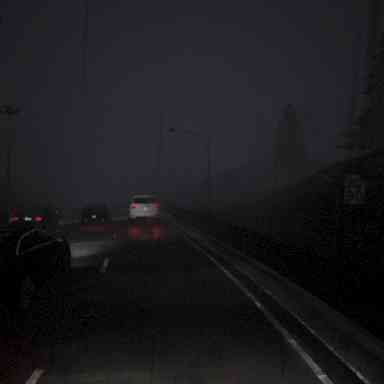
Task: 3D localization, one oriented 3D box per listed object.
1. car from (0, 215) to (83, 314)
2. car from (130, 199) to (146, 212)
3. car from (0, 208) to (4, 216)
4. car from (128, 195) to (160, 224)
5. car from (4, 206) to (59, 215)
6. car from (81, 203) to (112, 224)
[{"bbox_3d":[-4.157,1.520,7.531,2.128,1.511,4.902,0,0,-7],"label":"car"},{"bbox_3d":[-6.873,1.646,42.105,1.812,1.442,4.674,0,0,-12],"label":"car"},{"bbox_3d":[-13.735,1.577,22.097,2.128,1.511,4.902,0,0,-11],"label":"car"},{"bbox_3d":[-3.787,1.289,26.051,2.150,2.045,5.566,0,-1,-11],"label":"car"},{"bbox_3d":[-10.128,1.625,21.917,2.033,1.411,5.357,0,0,-11],"label":"car"},{"bbox_3d":[-7.233,1.557,25.421,1.882,1.535,5.008,0,0,-11],"label":"car"}]
